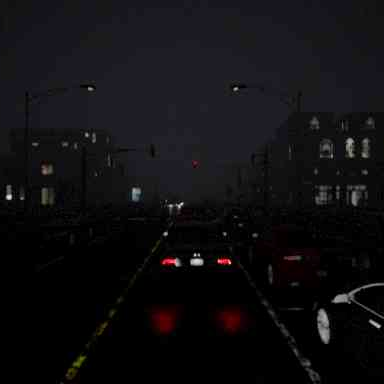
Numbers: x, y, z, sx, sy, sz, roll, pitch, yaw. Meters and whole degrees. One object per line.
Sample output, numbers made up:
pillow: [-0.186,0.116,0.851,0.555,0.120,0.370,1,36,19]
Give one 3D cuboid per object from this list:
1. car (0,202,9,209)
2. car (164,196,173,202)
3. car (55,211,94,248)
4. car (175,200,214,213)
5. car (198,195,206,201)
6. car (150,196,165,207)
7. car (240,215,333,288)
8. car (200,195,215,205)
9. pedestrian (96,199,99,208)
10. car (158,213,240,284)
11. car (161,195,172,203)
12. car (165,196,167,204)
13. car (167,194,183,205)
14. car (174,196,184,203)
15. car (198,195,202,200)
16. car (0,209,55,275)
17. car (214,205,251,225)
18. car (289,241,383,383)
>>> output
car: [-25.467,1.506,41.293,4.829,1.417,1.752,0,-1,1]
car: [-5.717,1.653,80.352,1.752,1.417,4.829,0,0,0]
car: [-5.692,1.573,14.834,2.008,1.369,4.403,0,0,0]
car: [0.092,1.509,20.277,1.882,1.535,5.008,0,0,0]
car: [2.660,1.588,91.555,1.967,1.590,4.097,0,0,0]
car: [-5.707,1.663,52.912,1.802,1.307,4.206,0,0,0]
car: [2.691,1.559,9.128,1.887,1.381,4.507,0,0,0]
car: [2.674,1.647,52.902,1.947,1.339,4.313,0,0,0]
pedestrian: [-12.568,1.477,44.042,0.375,1.300,0.375,0,-1,1]
car: [0.100,1.562,9.687,2.033,1.411,5.357,0,0,0]
car: [-5.715,1.558,75.000,1.967,1.590,4.097,0,0,0]
car: [-5.711,1.650,63.956,2.008,1.369,4.403,0,0,0]
car: [-3.073,1.620,60.928,1.812,1.442,4.674,0,0,0]
car: [-3.029,1.646,76.884,2.128,1.511,4.902,0,0,0]
car: [2.670,1.681,63.945,1.802,1.307,4.206,0,0,0]
car: [-5.689,1.454,9.142,1.967,1.590,4.097,0,0,0]
car: [2.687,1.582,20.512,2.008,1.369,4.403,0,0,0]
car: [2.693,1.556,3.436,2.008,1.369,4.403,0,0,0]
